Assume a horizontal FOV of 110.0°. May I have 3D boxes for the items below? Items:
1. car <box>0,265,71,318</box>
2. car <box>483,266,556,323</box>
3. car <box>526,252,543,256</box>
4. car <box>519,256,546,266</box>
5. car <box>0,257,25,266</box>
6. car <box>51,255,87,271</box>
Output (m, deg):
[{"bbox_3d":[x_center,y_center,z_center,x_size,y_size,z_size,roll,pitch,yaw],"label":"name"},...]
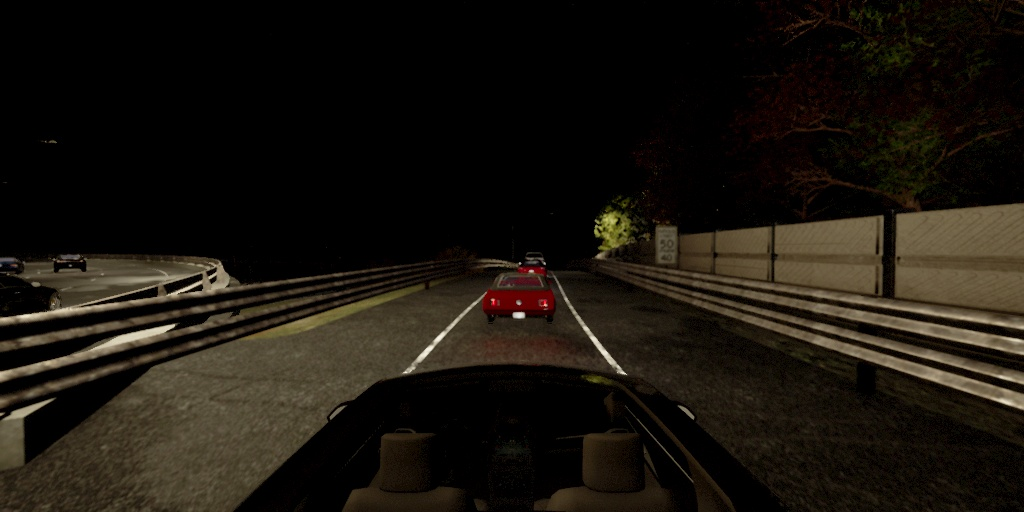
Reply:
[{"bbox_3d":[-13.658,1.133,9.015,1.812,1.442,4.674,-1,1,-34],"label":"car"},{"bbox_3d":[0.299,1.167,11.273,1.895,1.301,4.718,0,1,3],"label":"car"},{"bbox_3d":[2.427,0.669,38.400,2.150,2.045,5.566,0,-1,5],"label":"car"},{"bbox_3d":[1.398,0.920,24.790,1.994,1.385,4.181,0,0,5],"label":"car"},{"bbox_3d":[-41.454,0.763,29.233,5.357,1.411,2.033,1,1,39],"label":"car"},{"bbox_3d":[-40.671,0.635,32.973,4.902,1.511,2.128,1,1,38],"label":"car"}]
